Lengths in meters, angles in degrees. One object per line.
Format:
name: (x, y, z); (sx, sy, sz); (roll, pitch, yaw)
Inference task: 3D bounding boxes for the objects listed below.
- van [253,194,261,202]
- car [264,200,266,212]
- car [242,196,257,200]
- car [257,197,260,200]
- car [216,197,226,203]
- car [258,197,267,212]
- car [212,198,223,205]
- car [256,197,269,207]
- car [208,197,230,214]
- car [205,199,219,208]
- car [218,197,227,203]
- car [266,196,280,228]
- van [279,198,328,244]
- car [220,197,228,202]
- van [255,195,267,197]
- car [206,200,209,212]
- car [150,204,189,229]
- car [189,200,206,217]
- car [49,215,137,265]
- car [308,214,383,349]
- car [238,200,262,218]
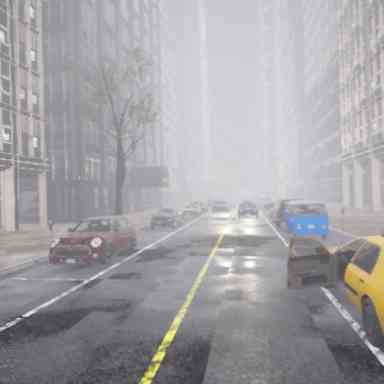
van: (15.292, 1.508, 78.702); (1.690, 1.788, 3.998); (-2, 0, 9)
car: (7.423, 1.553, 28.193); (1.752, 1.417, 4.829); (-2, 0, 9)
car: (7.196, 1.664, 43.945); (1.837, 1.490, 4.892); (-2, 0, 9)
car: (10.033, 1.664, 44.918); (1.802, 1.307, 4.206); (-2, 0, 9)
car: (7.022, 1.963, 79.991); (1.887, 1.381, 4.507); (-2, 0, 9)
car: (9.154, 1.616, 39.289); (2.008, 1.369, 4.403); (-2, 0, 9)
car: (5.267, 1.974, 68.730); (1.802, 1.307, 4.206); (-2, 0, 9)
car: (11.788, 1.658, 56.178); (1.887, 1.381, 4.507); (-2, 0, 9)
car: (3.469, 1.714, 40.036); (1.882, 1.535, 5.008); (-2, -1, 9)
car: (3.511, 1.930, 57.469); (1.947, 1.339, 4.313); (-2, 0, 9)
car: (7.901, 2.012, 85.622); (1.802, 1.307, 4.206); (-2, 0, 9)
car: (6.512, 1.321, 22.397); (2.192, 1.841, 5.009); (-2, -1, 9)
van: (5.635, 1.325, 16.766); (1.690, 1.788, 3.998); (-2, -1, 9)
car: (8.777, 1.991, 91.251); (2.008, 1.369, 4.403); (-2, 0, 9)
van: (10.904, 1.439, 50.550); (1.690, 1.788, 3.998); (-2, 0, 9)
car: (0.874, 1.757, 40.581); (1.967, 1.590, 4.097); (-2, 0, 9)
car: (-1.757, 1.808, 23.688); (2.008, 1.369, 4.403); (-2, -1, 9)
car: (-0.028, 1.823, 34.780); (1.752, 1.417, 4.829); (-2, 0, 9)
car: (-3.516, 1.652, 12.428); (1.967, 1.590, 4.097); (-2, -1, 9)
car: (3.614, 1.406, 5.974); (1.801, 1.575, 5.366); (-2, -1, 9)
car: (5.318, 1.718, 31.661); (1.895, 1.301, 4.718); (-2, 0, 9)
